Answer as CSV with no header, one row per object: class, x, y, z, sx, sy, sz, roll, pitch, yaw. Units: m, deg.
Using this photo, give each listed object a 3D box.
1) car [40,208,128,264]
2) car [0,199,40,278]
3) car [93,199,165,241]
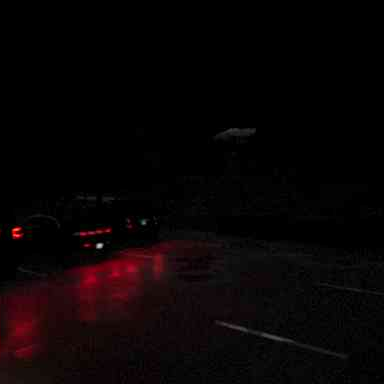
car,-4.819,1.446,11.673,4.902,1.511,2.128,0,0,36
car,-6.704,1.172,8.748,5.566,2.045,2.150,-1,-1,33
car,-3.757,1.304,15.210,4.553,1.767,2.097,0,0,36
